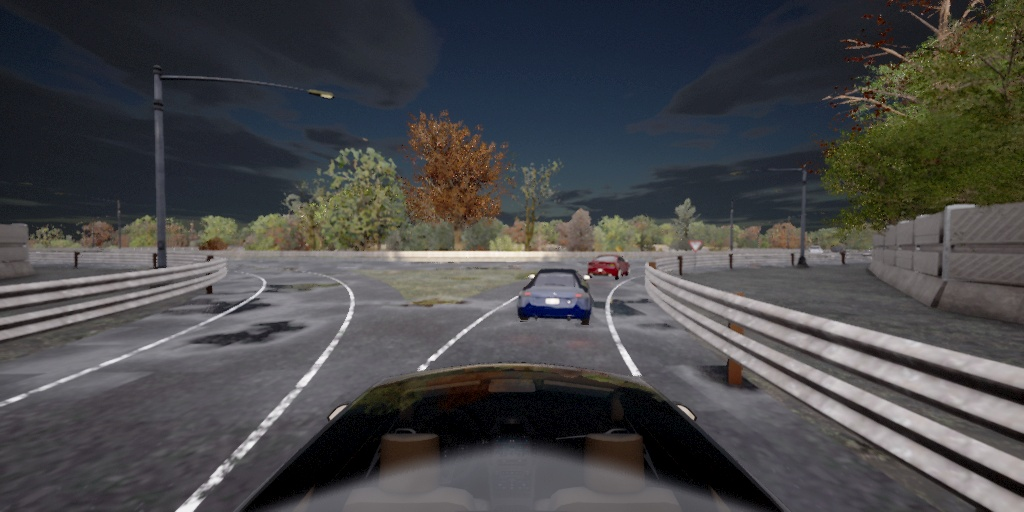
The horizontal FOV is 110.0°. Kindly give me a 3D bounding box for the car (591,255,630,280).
[{"bbox_3d":[6.446,0.643,23.551,1.882,1.535,5.008,1,2,29],"label":"car"}]

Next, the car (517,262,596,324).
[{"bbox_3d":[1.421,1.061,11.027,1.994,1.385,4.181,0,2,11],"label":"car"}]
